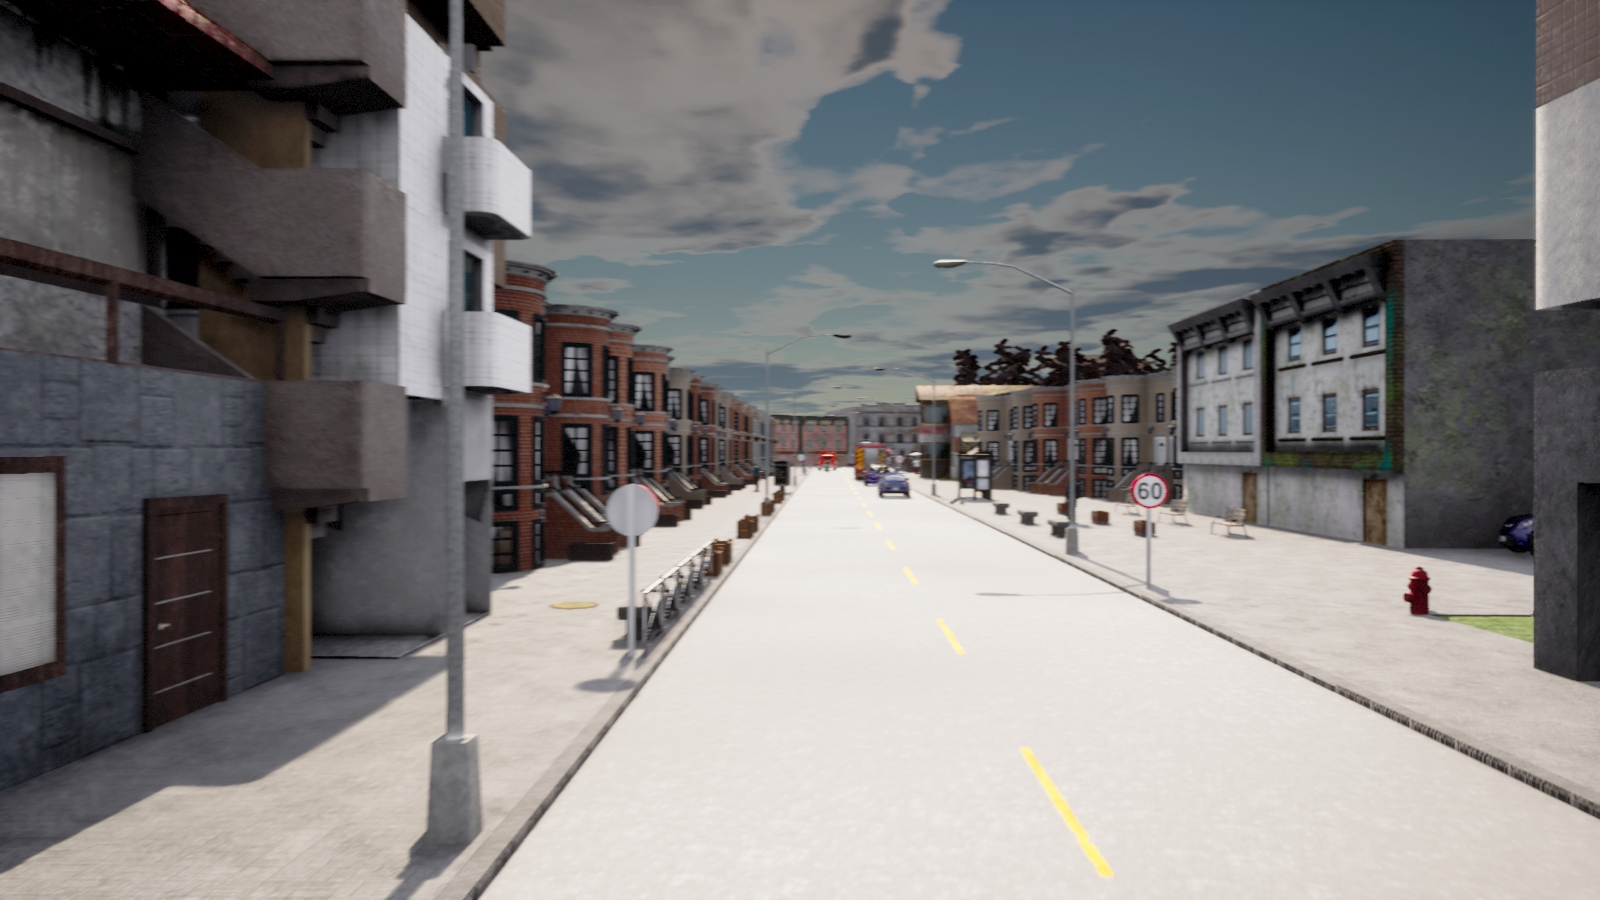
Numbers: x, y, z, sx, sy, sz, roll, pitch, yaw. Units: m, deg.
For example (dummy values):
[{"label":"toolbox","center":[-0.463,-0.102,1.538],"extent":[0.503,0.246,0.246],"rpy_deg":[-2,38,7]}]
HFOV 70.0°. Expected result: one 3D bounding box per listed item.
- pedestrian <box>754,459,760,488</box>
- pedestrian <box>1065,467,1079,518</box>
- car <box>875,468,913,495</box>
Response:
[{"label":"pedestrian","center":[-2.825,1.524,74.634],"extent":[0.375,1.860,0.375],"rpy_deg":[0,0,-7]},{"label":"pedestrian","center":[9.856,1.539,41.394],"extent":[0.375,1.860,0.375],"rpy_deg":[0,0,-2]},{"label":"car","center":[5.637,1.871,68.899],"extent":[2.002,1.442,4.674],"rpy_deg":[0,0,1]}]
